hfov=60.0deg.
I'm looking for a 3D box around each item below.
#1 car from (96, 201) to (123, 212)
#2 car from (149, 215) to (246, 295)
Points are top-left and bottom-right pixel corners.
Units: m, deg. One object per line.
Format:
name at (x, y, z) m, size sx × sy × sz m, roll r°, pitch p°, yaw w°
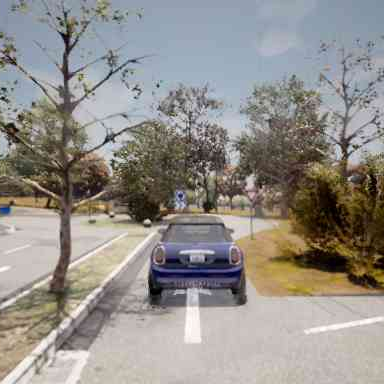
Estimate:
car at (-11.243, 1.967, 44.121) m, size 5.008 × 1.535 × 1.882 m, roll 1°, pitch -3°, yaw 9°
car at (0.112, 1.403, 9.027) m, size 2.097 × 1.767 × 4.553 m, roll 0°, pitch 0°, yaw 0°
